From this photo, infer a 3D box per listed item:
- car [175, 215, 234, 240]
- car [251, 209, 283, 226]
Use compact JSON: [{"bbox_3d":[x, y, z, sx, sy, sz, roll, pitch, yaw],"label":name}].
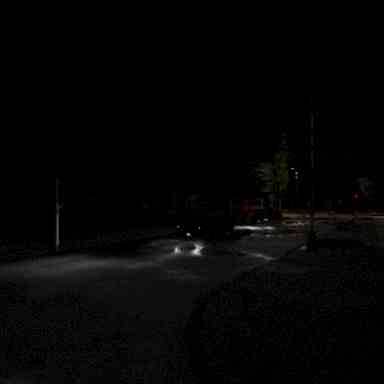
[{"bbox_3d":[0.901,2.160,20.883,1.895,1.301,4.718,-1,-2,31],"label":"car"},{"bbox_3d":[7.096,2.355,31.258,1.837,1.490,4.892,-1,-1,31],"label":"car"}]
